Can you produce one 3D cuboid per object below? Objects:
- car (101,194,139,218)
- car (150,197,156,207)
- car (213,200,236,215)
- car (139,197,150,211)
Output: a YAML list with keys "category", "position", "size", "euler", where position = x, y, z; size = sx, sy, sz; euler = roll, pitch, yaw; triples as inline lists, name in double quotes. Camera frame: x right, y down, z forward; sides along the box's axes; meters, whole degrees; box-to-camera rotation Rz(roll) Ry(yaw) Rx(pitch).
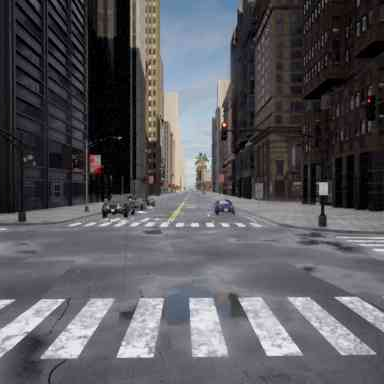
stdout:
- category: "car"
  position: [-6.638, 1.190, 30.636]
  size: [2.150, 2.045, 5.566]
  euler: [0, 0, 0]
- category: "car"
  position: [-6.664, 1.496, 50.532]
  size: [1.994, 1.385, 4.181]
  euler: [0, 0, -1]
- category: "car"
  position: [3.240, 1.488, 33.821]
  size: [1.812, 1.442, 4.674]
  euler: [0, 0, 0]
- category: "car"
  position: [-6.643, 1.455, 40.510]
  size: [1.837, 1.490, 4.892]
  euler: [0, 0, 0]
